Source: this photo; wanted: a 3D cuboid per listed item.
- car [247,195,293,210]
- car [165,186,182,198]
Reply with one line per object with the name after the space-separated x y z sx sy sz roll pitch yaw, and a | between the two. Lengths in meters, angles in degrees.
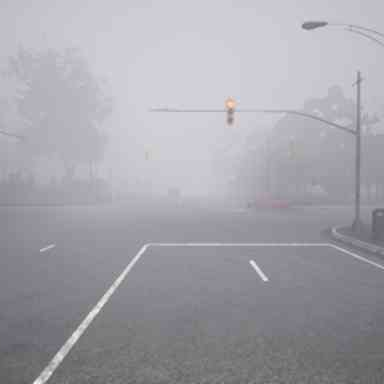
7.359 1.001 31.591 4.181 1.385 1.994 0 1 -3 | car
-3.525 0.022 64.298 2.150 2.045 5.566 0 1 0 | car
